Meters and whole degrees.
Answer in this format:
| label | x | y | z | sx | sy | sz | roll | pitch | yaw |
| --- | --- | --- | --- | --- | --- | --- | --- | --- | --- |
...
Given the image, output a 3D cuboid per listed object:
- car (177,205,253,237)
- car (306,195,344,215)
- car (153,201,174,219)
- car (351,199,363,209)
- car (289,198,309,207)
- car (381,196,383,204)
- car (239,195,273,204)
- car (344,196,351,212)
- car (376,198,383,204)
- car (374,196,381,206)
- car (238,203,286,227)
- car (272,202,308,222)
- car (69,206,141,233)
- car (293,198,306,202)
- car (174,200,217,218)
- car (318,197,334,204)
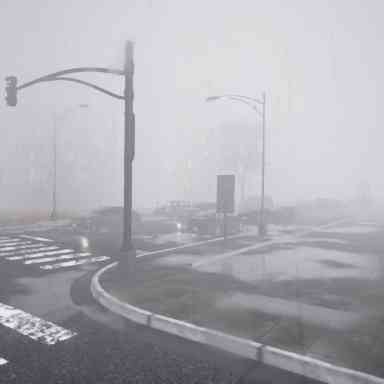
| label | x | y | z | sx | sy | sz | roll | pitch | yaw |
| --- | --- | --- | --- | --- | --- | --- | --- | --- | --- |
| car | 1.470 | 1.696 | 19.067 | 2.008 | 1.369 | 4.403 | 1 | 0 | 36 |
| car | 15.180 | 1.569 | 37.780 | 2.192 | 1.841 | 5.009 | 1 | 0 | 36 |
| car | -1.611 | 1.481 | 29.454 | 1.967 | 1.590 | 4.097 | 1 | 0 | 36 |
| car | 24.977 | 1.773 | 51.244 | 1.967 | 1.590 | 4.097 | 1 | 0 | 36 |
| car | 18.124 | 1.727 | 56.071 | 1.752 | 1.417 | 4.829 | 1 | 0 | 36 |
| car | 41.424 | 1.784 | 73.602 | 2.192 | 1.841 | 5.009 | 1 | 0 | 36 |
| car | 7.164 | 1.358 | 36.772 | 2.150 | 2.045 | 5.566 | 1 | 0 | 36 |
| car | 18.441 | 1.720 | 42.272 | 1.967 | 1.590 | 4.097 | 1 | 0 | 36 |
| car | 44.710 | 2.047 | 78.074 | 2.008 | 1.369 | 4.403 | 1 | 0 | 36 |
| car | 34.944 | 1.940 | 64.796 | 1.752 | 1.417 | 4.829 | 1 | 0 | 36 |
| car | 4.718 | 1.737 | 23.483 | 1.947 | 1.339 | 4.313 | 1 | 0 | 36 |
| car | 7.965 | 1.779 | 27.898 | 1.802 | 1.307 | 4.206 | 1 | 0 | 36 |
| car | -5.086 | 1.564 | 20.139 | 1.812 | 1.442 | 4.674 | 1 | 0 | 36 |
| car | 13.933 | 1.784 | 40.593 | 1.994 | 1.385 | 4.181 | 1 | 0 | 36 |
| car | 0.920 | 1.591 | 28.301 | 1.837 | 1.490 | 4.892 | 1 | 0 | 36 |
| car | 28.092 | 1.849 | 69.622 | 1.947 | 1.339 | 4.313 | 1 | 0 | 36 |
